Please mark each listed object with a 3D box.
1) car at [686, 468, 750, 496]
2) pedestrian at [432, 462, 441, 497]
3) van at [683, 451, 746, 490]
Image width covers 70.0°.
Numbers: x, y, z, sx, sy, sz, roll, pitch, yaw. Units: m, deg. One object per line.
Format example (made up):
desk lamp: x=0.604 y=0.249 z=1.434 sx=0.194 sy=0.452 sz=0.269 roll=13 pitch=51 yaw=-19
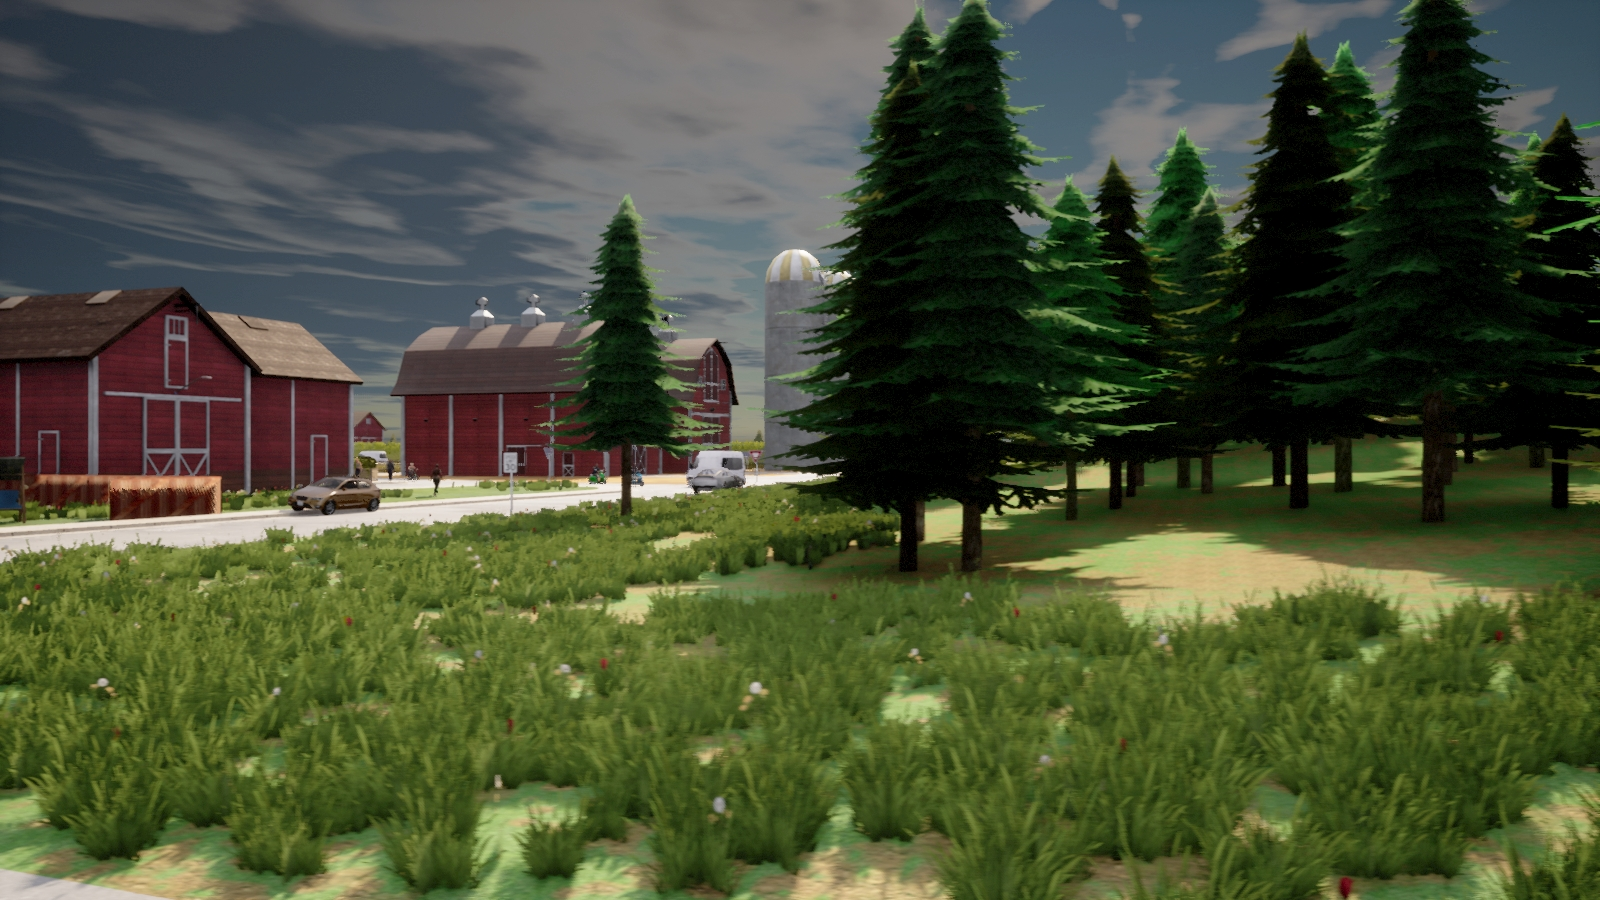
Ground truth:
car: x=-4.927 y=1.904 z=69.199 sx=2.128 sy=1.511 sz=4.902 roll=0 pitch=0 yaw=19
pedestrian: x=-19.191 y=1.541 z=60.260 sx=0.375 sy=1.860 sz=0.375 roll=0 pitch=0 yaw=-5
van: x=-5.939 y=1.348 z=78.648 sx=1.988 sy=2.561 sz=5.915 roll=1 pitch=-1 yaw=-29
